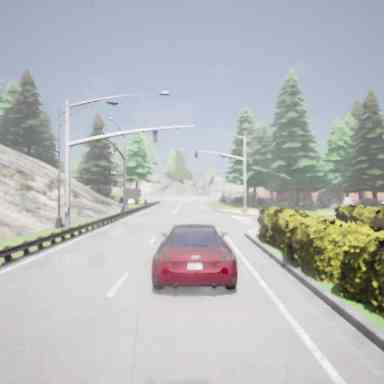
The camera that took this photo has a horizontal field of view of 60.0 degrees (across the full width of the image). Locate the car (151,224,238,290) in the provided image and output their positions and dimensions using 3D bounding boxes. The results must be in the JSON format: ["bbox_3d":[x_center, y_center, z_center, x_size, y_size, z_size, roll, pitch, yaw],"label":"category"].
[{"bbox_3d":[0.055,1.543,9.054,1.994,1.385,4.181,0,0,0],"label":"car"}]
